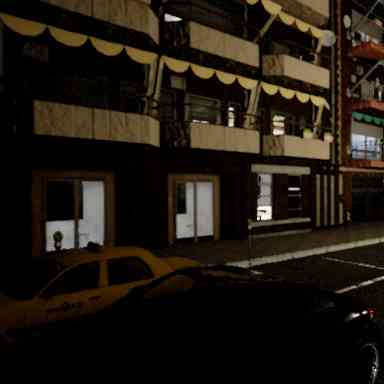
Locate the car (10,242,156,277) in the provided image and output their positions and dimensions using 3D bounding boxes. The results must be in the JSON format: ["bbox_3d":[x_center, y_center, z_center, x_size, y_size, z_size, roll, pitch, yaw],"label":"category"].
[{"bbox_3d":[-1.819,1.522,5.269,4.829,1.417,1.752,0,0,-35],"label":"car"}]

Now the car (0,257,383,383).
[{"bbox_3d":[0.188,1.560,3.513,4.181,1.385,1.994,0,0,-36],"label":"car"}]
